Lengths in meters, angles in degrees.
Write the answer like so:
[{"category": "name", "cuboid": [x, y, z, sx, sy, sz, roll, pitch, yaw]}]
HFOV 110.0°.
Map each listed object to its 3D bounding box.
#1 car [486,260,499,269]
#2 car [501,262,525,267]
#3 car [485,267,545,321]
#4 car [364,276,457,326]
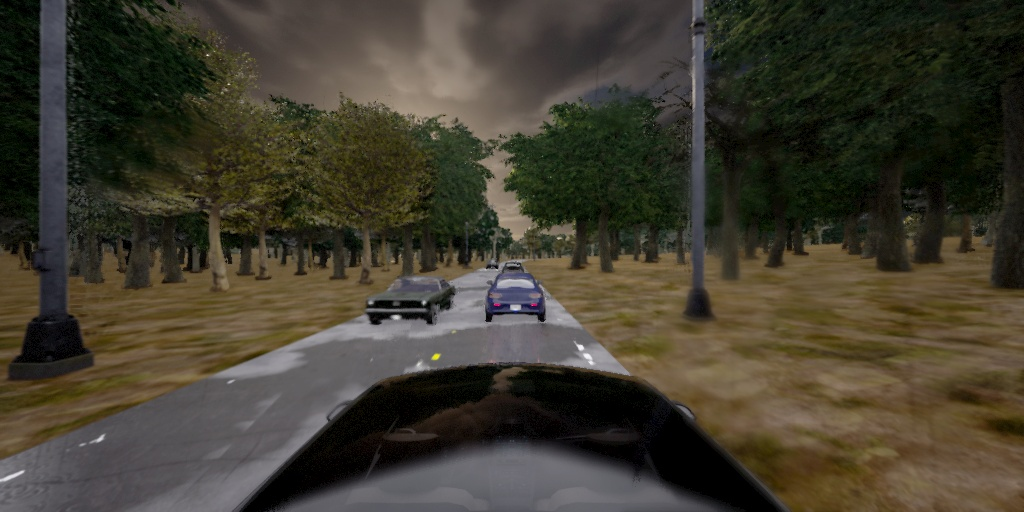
[{"category": "car", "cuboid": [-3.005, 1.292, 55.427, 1.882, 1.535, 5.008, 0, 0, 0]}, {"category": "car", "cuboid": [0.097, 1.252, 30.352, 1.837, 1.490, 4.892, 0, 0, 0]}, {"category": "car", "cuboid": [0.099, 1.271, 12.332, 1.812, 1.442, 4.674, 0, 0, 0]}, {"category": "car", "cuboid": [-3.100, 1.346, 11.843, 1.895, 1.301, 4.718, 0, 0, 0]}]
